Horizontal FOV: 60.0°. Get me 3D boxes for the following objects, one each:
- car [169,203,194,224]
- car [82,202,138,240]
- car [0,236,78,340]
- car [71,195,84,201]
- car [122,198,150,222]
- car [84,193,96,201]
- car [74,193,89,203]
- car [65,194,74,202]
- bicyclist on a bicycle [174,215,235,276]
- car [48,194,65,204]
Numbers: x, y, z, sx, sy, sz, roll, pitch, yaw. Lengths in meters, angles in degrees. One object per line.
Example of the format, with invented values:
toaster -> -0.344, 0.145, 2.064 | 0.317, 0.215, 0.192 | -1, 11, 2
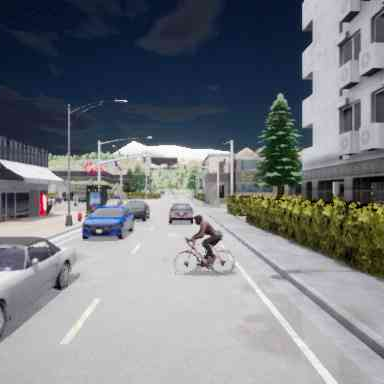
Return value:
car -> -0.803, 1.542, 25.009 | 2.033, 1.411, 5.357 | 0, 0, -2
car -> -4.199, 1.474, 17.197 | 1.882, 1.535, 5.008 | 0, 0, -2
car -> -3.797, 1.600, 6.329 | 1.895, 1.301, 4.718 | 0, 0, -2
car -> -29.128, 1.536, 84.648 | 1.970, 1.475, 3.806 | 0, 0, -2
car -> -4.470, 1.472, 26.728 | 1.882, 1.535, 5.008 | 0, 0, -2
car -> -25.782, 1.252, 84.172 | 1.905, 1.878, 3.866 | 0, 0, -2
car -> -21.406, 1.476, 66.456 | 2.007, 1.523, 4.514 | 0, 0, -2
car -> -28.747, 1.274, 76.177 | 1.932, 1.855, 4.605 | 0, 0, -2
bicyclist on a bicycle -> 0.332, 1.438, 8.897 | 1.656, 1.620, 0.582 | -1, 0, -2
car -> -24.780, 1.412, 59.264 | 1.970, 1.475, 3.806 | 0, 0, -2
